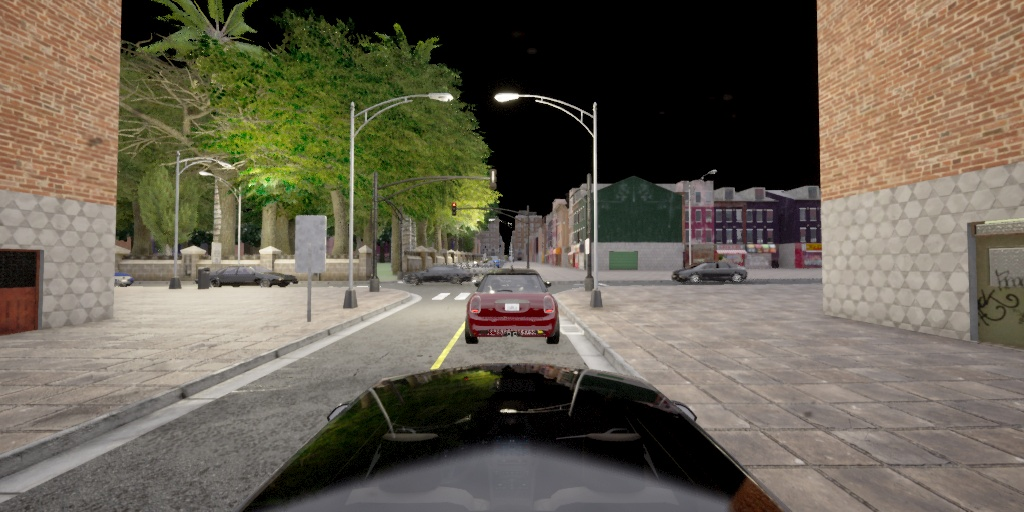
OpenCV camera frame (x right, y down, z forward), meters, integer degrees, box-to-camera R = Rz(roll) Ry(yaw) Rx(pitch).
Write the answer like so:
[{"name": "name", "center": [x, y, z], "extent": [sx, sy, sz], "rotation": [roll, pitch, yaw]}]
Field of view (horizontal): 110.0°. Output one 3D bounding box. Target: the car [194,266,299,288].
[{"name": "car", "center": [-16.241, 1.288, 22.073], "extent": [5.357, 1.411, 2.033], "rotation": [0, -1, 0]}]

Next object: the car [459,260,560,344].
[{"name": "car", "center": [0.023, 1.105, 9.734], "extent": [2.097, 1.767, 4.553], "rotation": [0, 0, 1]}]

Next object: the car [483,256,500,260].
[{"name": "car", "center": [-3.159, 1.048, 60.074], "extent": [2.150, 2.045, 5.566], "rotation": [0, 0, -1]}]

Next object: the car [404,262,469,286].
[{"name": "car", "center": [-5.121, 1.332, 25.093], "extent": [4.674, 1.442, 1.812], "rotation": [0, -1, 0]}]

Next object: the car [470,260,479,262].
[{"name": "car", "center": [-2.972, 1.380, 36.853], "extent": [1.895, 1.301, 4.718], "rotation": [0, 0, 2]}]

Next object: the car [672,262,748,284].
[{"name": "car", "center": [13.830, 1.174, 25.202], "extent": [4.892, 1.490, 1.837], "rotation": [-1, -1, 0]}]

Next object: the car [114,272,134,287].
[{"name": "car", "center": [-26.150, 1.261, 22.024], "extent": [4.674, 1.442, 1.812], "rotation": [0, -1, 0]}]

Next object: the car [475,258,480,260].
[{"name": "car", "center": [-5.588, 1.344, 45.645], "extent": [2.007, 1.370, 4.403], "rotation": [0, 0, 0]}]

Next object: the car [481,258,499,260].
[{"name": "car", "center": [-3.060, 1.301, 46.929], "extent": [1.837, 1.490, 4.892], "rotation": [0, 0, -1]}]
